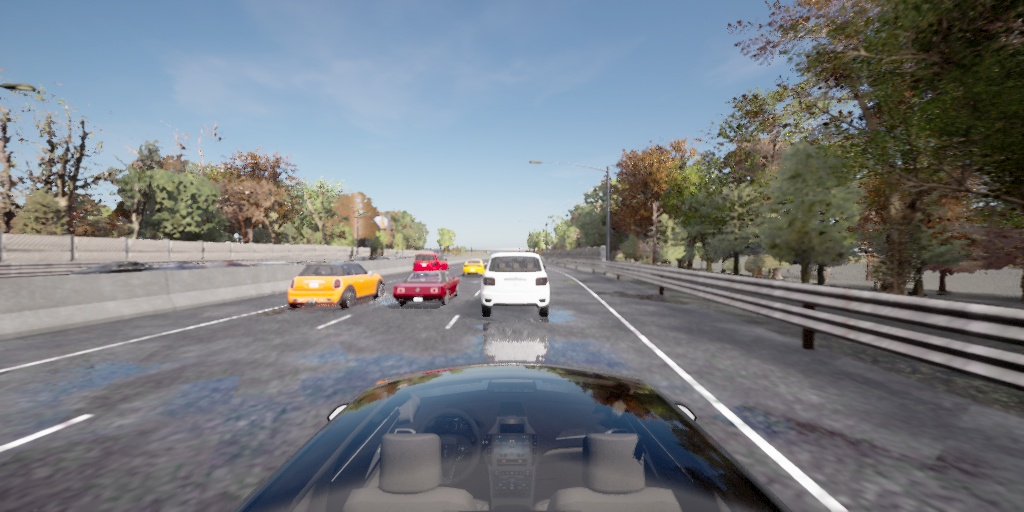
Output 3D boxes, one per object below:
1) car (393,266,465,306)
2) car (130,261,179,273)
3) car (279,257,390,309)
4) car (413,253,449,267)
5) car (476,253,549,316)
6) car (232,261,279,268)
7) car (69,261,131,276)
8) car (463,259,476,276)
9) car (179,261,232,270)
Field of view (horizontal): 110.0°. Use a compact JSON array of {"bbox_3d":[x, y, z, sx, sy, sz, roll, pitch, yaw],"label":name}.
[{"bbox_3d":[-3.401,1.269,15.242,1.895,1.301,4.718,0,0,0],"label":"car"},{"bbox_3d":[-24.595,1.170,26.284,1.994,1.385,4.181,0,0,0],"label":"car"},{"bbox_3d":[-6.901,1.024,14.625,2.097,1.767,4.553,0,0,0],"label":"car"},{"bbox_3d":[-6.899,0.802,30.829,2.150,2.045,5.566,0,0,0],"label":"car"},{"bbox_3d":[0.099,0.902,13.158,2.150,2.045,5.566,0,0,0],"label":"car"},{"bbox_3d":[-17.597,1.132,26.203,1.812,1.442,4.674,0,0,0],"label":"car"},{"bbox_3d":[-27.799,1.117,25.244,1.837,1.490,4.892,0,0,-2],"label":"car"},{"bbox_3d":[-3.398,1.044,33.374,1.882,1.535,5.008,0,0,0],"label":"car"},{"bbox_3d":[-21.085,1.132,26.169,1.812,1.442,4.674,0,0,0],"label":"car"}]
